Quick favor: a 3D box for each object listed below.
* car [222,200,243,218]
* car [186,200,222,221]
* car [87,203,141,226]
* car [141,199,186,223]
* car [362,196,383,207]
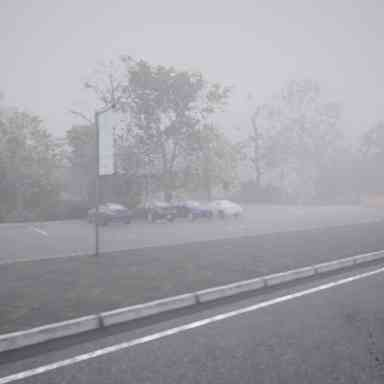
[{"bbox_3d":[2.294,1.398,28.160,2.002,1.452,4.674,0,0,-35],"label":"car"},{"bbox_3d":[-0.276,1.373,26.341,2.097,1.535,5.008,0,0,-35],"label":"car"},{"bbox_3d":[-5.607,1.447,22.536,2.002,1.452,4.674,0,0,-35],"label":"car"},{"bbox_3d":[-2.936,1.391,24.433,2.231,1.521,4.892,0,0,-35],"label":"car"},{"bbox_3d":[25.502,1.221,44.676,2.097,1.535,5.008,0,0,-35],"label":"car"}]
